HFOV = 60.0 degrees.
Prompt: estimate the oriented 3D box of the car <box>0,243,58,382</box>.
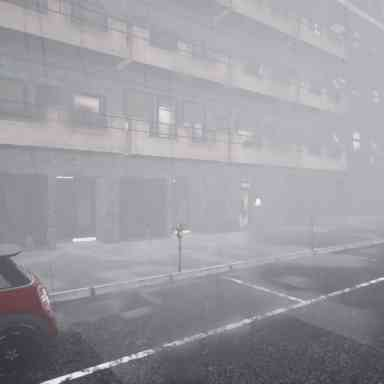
[{"bbox_3d":[-3.850,1.440,3.805,4.097,1.590,1.967,0,0,-35],"label":"car"}]
